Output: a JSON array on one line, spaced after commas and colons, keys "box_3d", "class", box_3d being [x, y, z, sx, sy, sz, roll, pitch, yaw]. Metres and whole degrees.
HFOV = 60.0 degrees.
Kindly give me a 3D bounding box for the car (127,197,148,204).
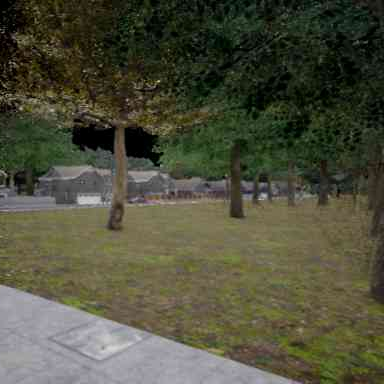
[{"box_3d": [-10.537, 1.641, 64.359, 1.994, 1.385, 4.181, 0, 0, 35], "class": "car"}]
